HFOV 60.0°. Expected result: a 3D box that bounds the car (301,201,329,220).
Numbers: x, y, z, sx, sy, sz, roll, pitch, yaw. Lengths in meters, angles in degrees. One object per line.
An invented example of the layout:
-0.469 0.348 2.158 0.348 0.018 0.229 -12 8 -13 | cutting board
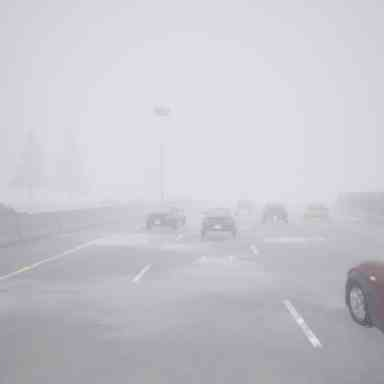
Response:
10.622 1.564 28.926 1.882 1.535 5.008 0 0 13 | car

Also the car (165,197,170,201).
-3.517 1.593 63.504 2.128 1.511 4.902 0 0 24 | car

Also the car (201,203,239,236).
1.595 1.564 18.808 1.812 1.442 4.674 0 0 8 | car

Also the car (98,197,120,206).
-14.022 1.620 56.450 1.994 1.385 4.181 0 0 21 | car

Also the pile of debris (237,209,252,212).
6.450 2.269 40.853 1.500 0.140 1.860 0 0 18 | pile of debris

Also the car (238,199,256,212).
6.542 1.595 40.435 1.837 1.490 4.892 0 0 17 | car

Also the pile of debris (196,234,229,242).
1.030 2.208 16.079 1.500 0.140 1.860 0 0 7 | pile of debris

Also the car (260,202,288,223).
6.456 1.573 26.222 1.837 1.490 4.892 0 0 11 | car

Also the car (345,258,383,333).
3.785 1.372 4.209 2.097 1.767 4.553 0 0 2 | car

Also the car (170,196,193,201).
-1.438 1.594 59.581 2.128 1.511 4.902 0 0 24 | car

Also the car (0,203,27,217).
-12.491 1.598 20.651 1.895 1.301 4.718 0 0 9 | car

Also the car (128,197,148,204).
-9.447 1.638 58.581 1.994 1.385 4.181 0 0 22 | car

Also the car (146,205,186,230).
-1.597 1.559 21.111 1.812 1.442 4.674 0 0 9 | car
